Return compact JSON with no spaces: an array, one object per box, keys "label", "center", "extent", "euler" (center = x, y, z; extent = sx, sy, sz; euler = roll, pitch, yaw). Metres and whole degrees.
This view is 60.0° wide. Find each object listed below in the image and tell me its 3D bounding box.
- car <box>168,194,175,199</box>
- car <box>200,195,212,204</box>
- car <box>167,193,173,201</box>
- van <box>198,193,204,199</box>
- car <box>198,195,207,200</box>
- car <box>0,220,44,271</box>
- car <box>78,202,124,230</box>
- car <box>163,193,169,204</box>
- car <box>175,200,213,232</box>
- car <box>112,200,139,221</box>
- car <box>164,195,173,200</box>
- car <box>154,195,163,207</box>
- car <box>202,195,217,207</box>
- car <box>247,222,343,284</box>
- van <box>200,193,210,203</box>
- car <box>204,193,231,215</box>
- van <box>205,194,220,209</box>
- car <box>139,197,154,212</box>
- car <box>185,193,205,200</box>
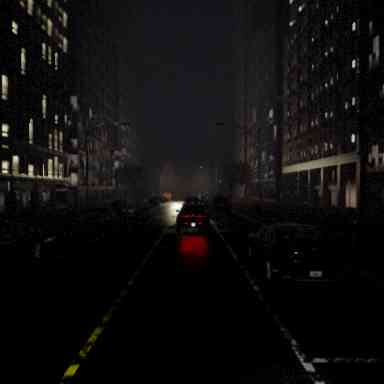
[{"label":"car","center":[-5.873,1.354,94.595],"extent":[1.802,1.307,4.206],"euler":[-1,0,0]},{"label":"car","center":[2.569,1.299,60.508],"extent":[1.967,1.590,4.097],"euler":[-1,0,0]},{"label":"car","center":[-5.831,1.270,71.860],"extent":[1.967,1.590,4.097],"euler":[-1,0,0]},{"label":"van","center":[2.506,1.115,94.610],"extent":[1.690,1.788,3.998],"euler":[-1,0,0]},{"label":"car","center":[2.529,1.353,83.243],"extent":[2.008,1.369,4.403],"euler":[-1,0,0]},{"label":"car","center":[-5.715,1.529,9.339],"extent":[2.008,1.369,4.403],"euler":[-1,0,0]},{"label":"car","center":[-5.736,1.534,20.707],"extent":[1.802,1.307,4.206],"euler":[-1,0,0]},{"label":"car","center":[-5.810,1.409,60.493],"extent":[2.008,1.369,4.403],"euler":[-1,0,0]},{"label":"car","center":[0.065,1.459,19.947],"extent":[1.837,1.490,4.892],"euler":[0,0,0]},{"label":"car","center":[-5.748,1.379,26.390],"extent":[1.967,1.590,4.097],"euler":[-1,0,0]},{"label":"car","center":[-5.852,1.384,83.227],"extent":[1.802,1.307,4.206],"euler":[-1,0,0]},{"label":"car","center":[-5.789,1.452,49.125],"extent":[1.947,1.339,4.313],"euler":[-1,0,0]},{"label":"car","center":[2.591,1.327,49.141],"extent":[1.967,1.590,4.097],"euler":[-1,0,0]},{"label":"car","center":[2.665,1.530,9.355],"extent":[2.008,1.369,4.403],"euler":[-1,0,0]},{"label":"van","center":[2.558,1.186,66.191],"extent":[1.690,1.788,3.998],"euler":[-1,0,0]},{"label":"car","center":[2.621,1.242,32.089],"extent":[2.192,1.841,5.009],"euler":[-1,0,0]},{"label":"van","center":[2.600,1.242,43.457],"extent":[1.690,1.788,3.998],"euler":[-1,0,0]},{"label":"car","center":[-5.767,1.438,37.588],"extent":[1.752,1.417,4.829],"euler":[-1,0,0]},{"label":"car","center":[0.032,1.265,37.840],"extent":[2.097,1.767,4.553],"euler":[0,0,0]}]
